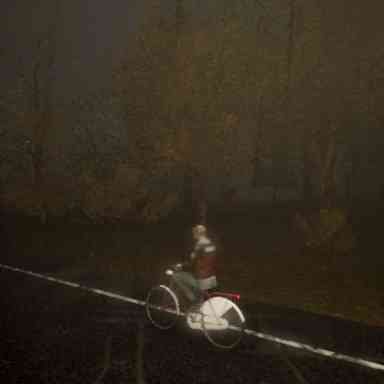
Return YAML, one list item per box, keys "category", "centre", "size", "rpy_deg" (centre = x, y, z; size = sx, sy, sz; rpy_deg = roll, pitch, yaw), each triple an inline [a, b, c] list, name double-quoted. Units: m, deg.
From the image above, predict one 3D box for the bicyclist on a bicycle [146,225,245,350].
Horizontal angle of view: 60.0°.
- category: "bicyclist on a bicycle"
  centre: [-0.046, 1.378, 5.086]
  size: [1.843, 1.776, 0.659]
  rpy_deg: [0, 0, 36]
